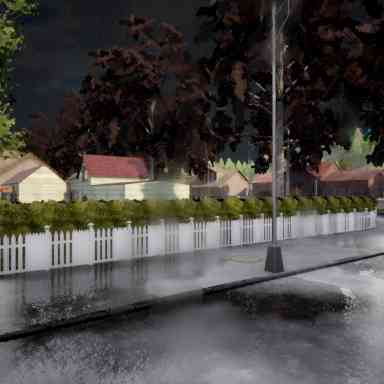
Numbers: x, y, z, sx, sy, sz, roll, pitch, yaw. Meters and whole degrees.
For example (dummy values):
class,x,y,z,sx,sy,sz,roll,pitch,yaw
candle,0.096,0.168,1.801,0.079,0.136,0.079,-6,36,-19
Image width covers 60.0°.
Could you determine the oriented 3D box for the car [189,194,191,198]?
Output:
class,x,y,z,sx,sy,sz,roll,pitch,yaw
car,-2.191,1.221,57.456,2.150,2.045,5.566,0,0,-35
